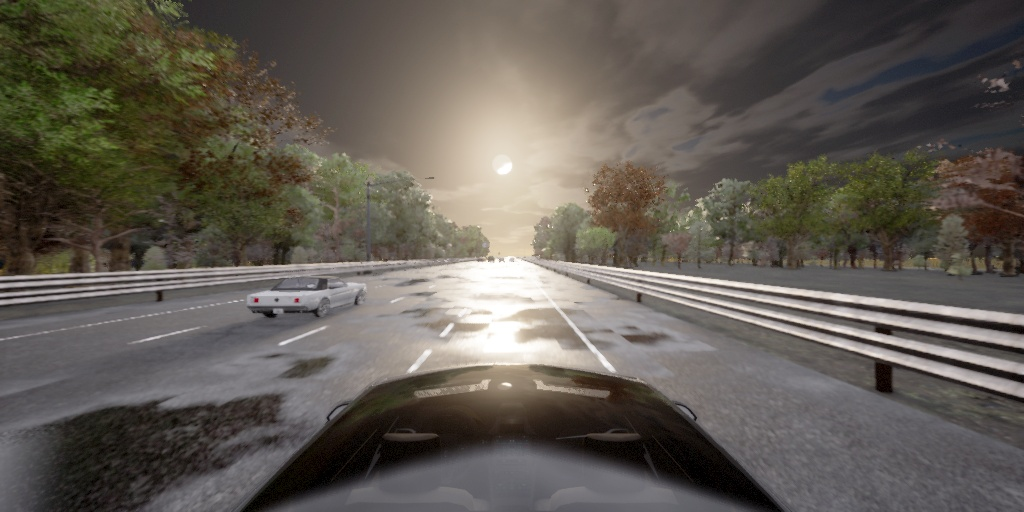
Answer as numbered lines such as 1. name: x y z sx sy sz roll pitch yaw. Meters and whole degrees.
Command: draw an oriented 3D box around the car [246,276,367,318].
1. car: -6.997 1.362 12.964 1.895 1.301 4.718 0 0 0
